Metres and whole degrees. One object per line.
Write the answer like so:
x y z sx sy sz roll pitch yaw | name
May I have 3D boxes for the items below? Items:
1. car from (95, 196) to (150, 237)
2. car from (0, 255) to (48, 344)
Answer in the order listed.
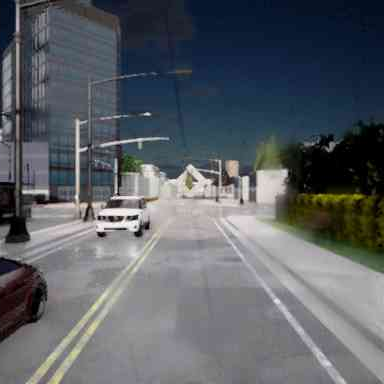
-3.594 1.229 18.291 2.150 2.045 5.566 0 0 0 | car
-3.606 1.567 4.399 1.994 1.385 4.181 0 0 -1 | car
